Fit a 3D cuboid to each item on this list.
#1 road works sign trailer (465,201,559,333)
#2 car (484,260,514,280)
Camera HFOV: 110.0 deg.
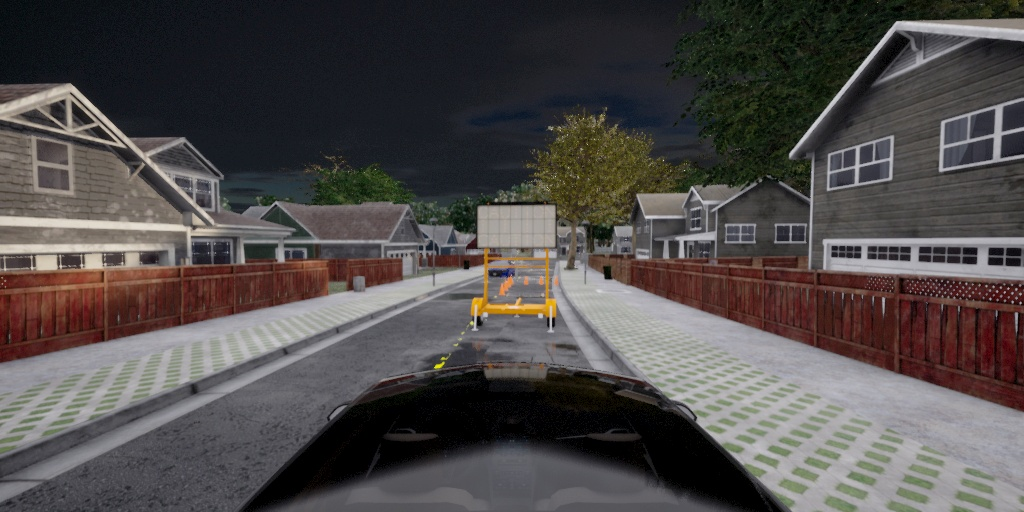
[{"bbox_3d":[0.143,0.188,10.788,2.380,3.560,2.880,0,0,5],"label":"road works sign trailer"},{"bbox_3d":[-0.952,1.047,28.814,1.882,1.535,5.008,0,1,7],"label":"car"}]
